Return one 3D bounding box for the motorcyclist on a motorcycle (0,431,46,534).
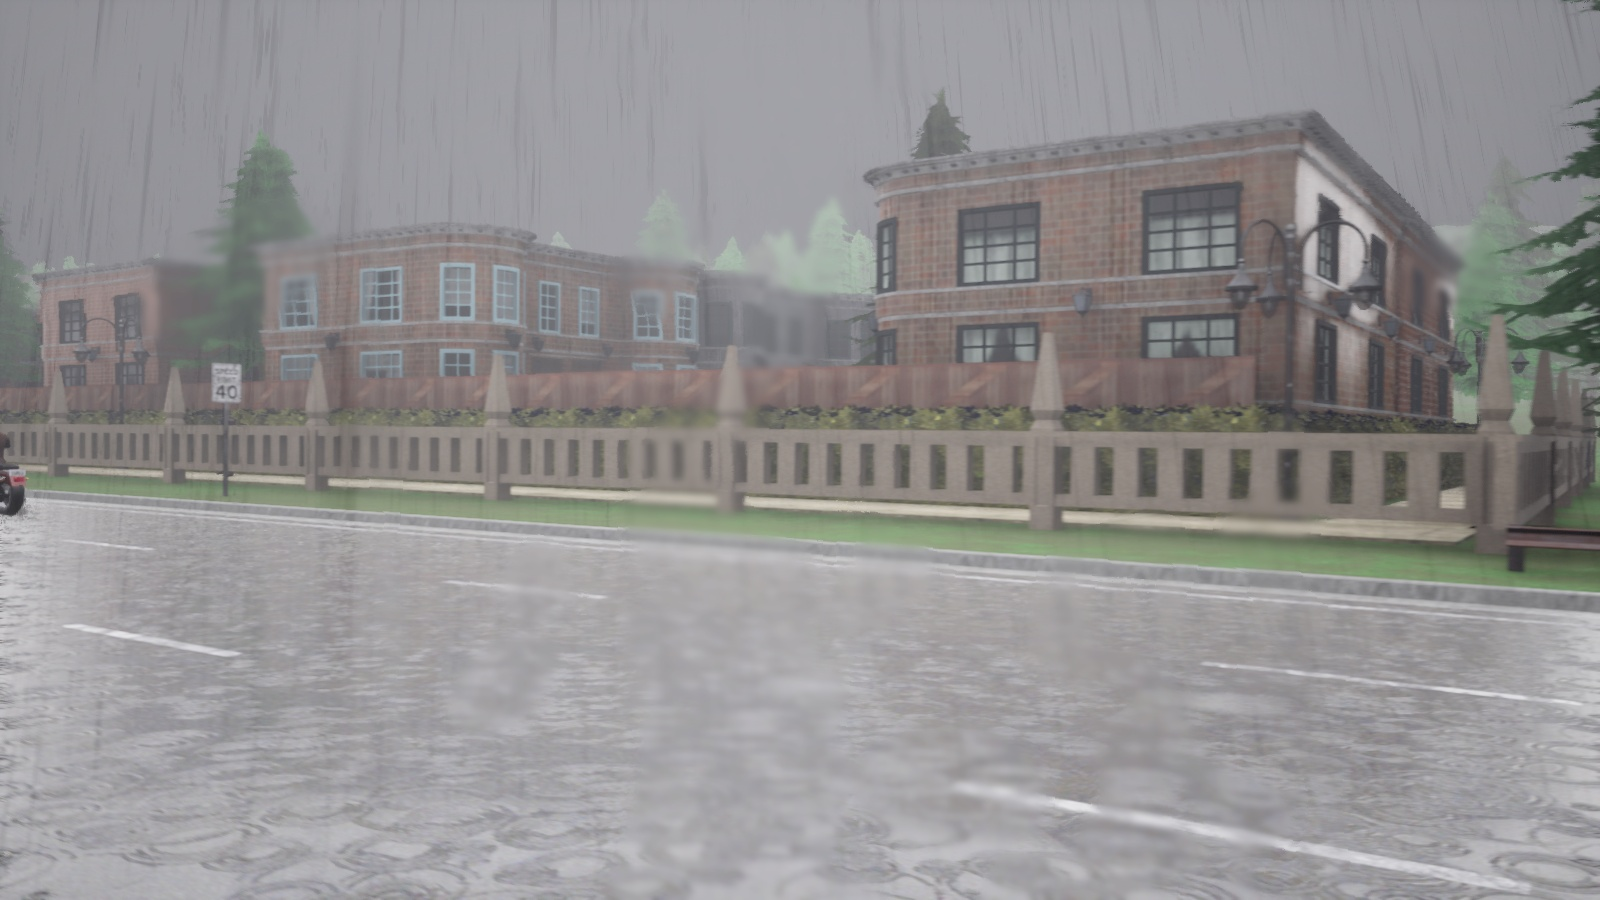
[{"bbox_3d":[-13.688,0.517,21.120,2.350,1.649,0.766,0,1,34],"label":"motorcyclist on a motorcycle"}]
